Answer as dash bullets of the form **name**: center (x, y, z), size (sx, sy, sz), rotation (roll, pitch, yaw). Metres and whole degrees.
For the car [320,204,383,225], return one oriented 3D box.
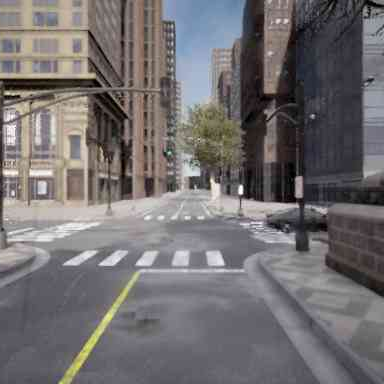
- **car**: center (11.935, 1.625, 24.225), size (4.403, 1.369, 2.008), rotation (0, 0, 0)

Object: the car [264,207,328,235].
- **car**: center (6.394, 1.580, 18.490), size (4.674, 1.442, 1.812), rotation (1, 0, 0)
